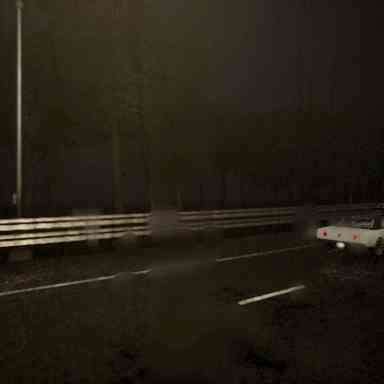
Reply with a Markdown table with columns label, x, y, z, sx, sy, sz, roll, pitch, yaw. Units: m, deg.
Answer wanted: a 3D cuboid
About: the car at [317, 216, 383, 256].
| label | x | y | z | sx | sy | sz | roll | pitch | yaw |
| --- | --- | --- | --- | --- | --- | --- | --- | --- | --- |
| car | 7.110 | 1.590 | 13.132 | 4.718 | 1.301 | 1.895 | 0 | 0 | -35 |
